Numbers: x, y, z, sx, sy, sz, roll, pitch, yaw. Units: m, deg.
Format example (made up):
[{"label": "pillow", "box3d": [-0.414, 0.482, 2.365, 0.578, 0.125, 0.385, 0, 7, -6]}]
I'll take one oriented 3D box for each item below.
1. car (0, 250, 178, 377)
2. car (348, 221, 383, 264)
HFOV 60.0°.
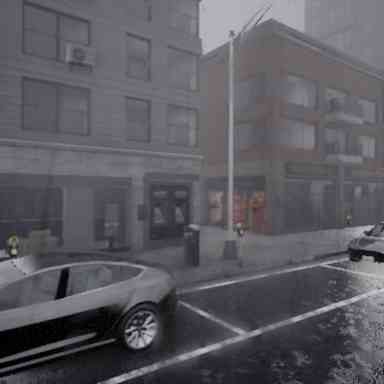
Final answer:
[{"label": "car", "box3d": [-2.210, 1.571, 4.610, 4.313, 1.339, 1.947, 0, 0, -35]}, {"label": "car", "box3d": [7.044, 1.648, 11.203, 4.313, 1.339, 1.947, 0, 0, -35]}]
